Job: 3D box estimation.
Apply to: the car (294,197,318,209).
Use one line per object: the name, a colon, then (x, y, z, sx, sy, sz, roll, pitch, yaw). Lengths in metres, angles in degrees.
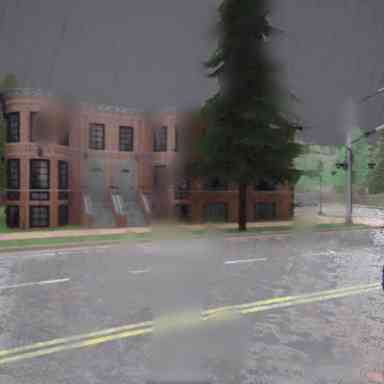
car: (13.331, 1.303, 40.556, 1.994, 1.385, 4.181, 0, 1, -24)

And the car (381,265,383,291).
car: (5.985, 1.469, 6.488, 5.008, 1.535, 1.882, 0, 1, -25)
